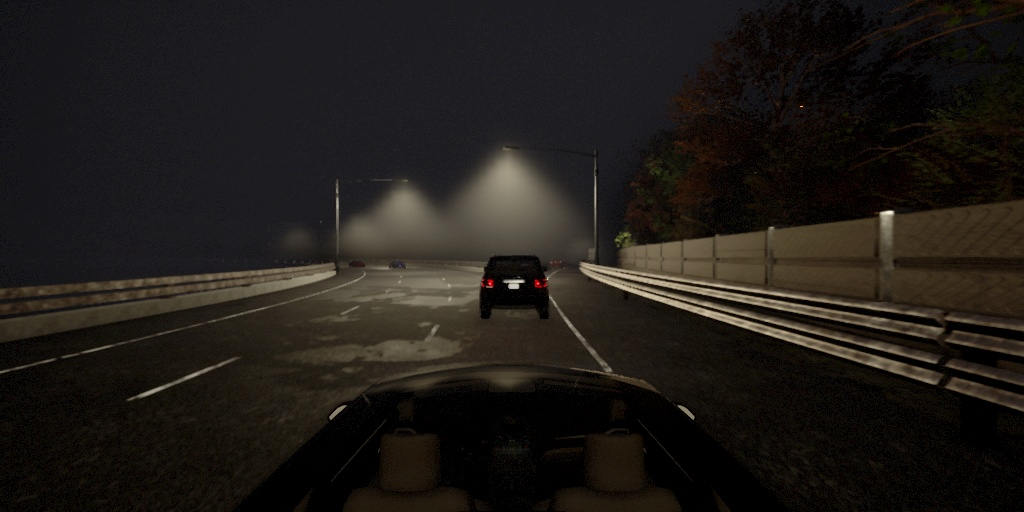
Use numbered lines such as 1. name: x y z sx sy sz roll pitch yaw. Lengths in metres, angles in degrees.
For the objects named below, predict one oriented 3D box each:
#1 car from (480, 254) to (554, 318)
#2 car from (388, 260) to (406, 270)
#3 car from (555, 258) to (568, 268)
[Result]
1. car: 0.128 0.961 13.010 2.150 2.045 5.566 0 0 2
2. car: -17.448 1.275 54.348 1.812 1.442 4.674 0 0 -29
3. car: 7.760 1.086 60.889 2.097 1.767 4.553 0 -1 14
